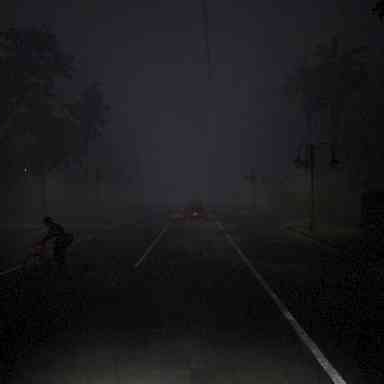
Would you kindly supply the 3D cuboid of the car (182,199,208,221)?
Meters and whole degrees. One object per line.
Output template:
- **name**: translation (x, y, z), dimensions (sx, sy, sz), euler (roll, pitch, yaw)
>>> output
- **car**: translation (0.247, 1.478, 27.038), dimensions (1.882, 1.535, 5.008), euler (0, 0, 0)

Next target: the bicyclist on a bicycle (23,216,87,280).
- **bicyclist on a bicycle**: translation (-3.521, 1.453, 8.522), dimensions (1.656, 1.620, 0.582), euler (-1, 0, 0)

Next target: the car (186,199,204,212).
- **car**: translation (0.316, 1.547, 39.422), dimensions (2.033, 1.411, 5.357), euler (0, 0, 0)
